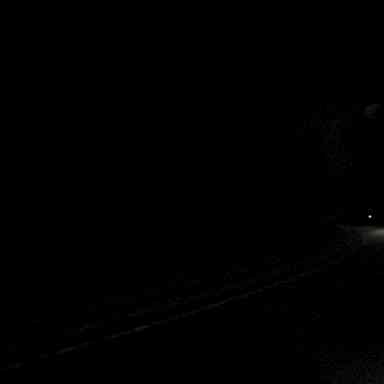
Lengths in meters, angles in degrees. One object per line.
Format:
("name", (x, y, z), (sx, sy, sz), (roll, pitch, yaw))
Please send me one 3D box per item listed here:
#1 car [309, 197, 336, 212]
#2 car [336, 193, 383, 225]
("car", (14.096, 1.327, 36.543), (2.128, 1.511, 4.902), (0, 0, -15))
("car", (12.190, 1.090, 23.024), (2.150, 2.045, 5.566), (0, 0, 6))
